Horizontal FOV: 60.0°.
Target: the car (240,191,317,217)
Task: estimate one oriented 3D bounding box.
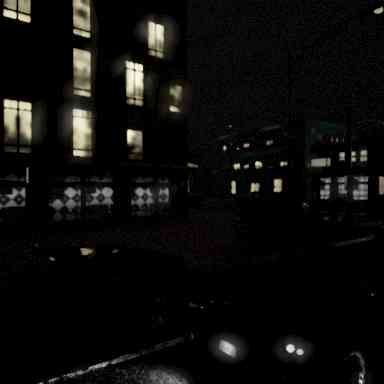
[{"bbox_3d":[6.463,0.868,25.295,2.192,1.841,5.009,0,0,-36],"label":"car"}]

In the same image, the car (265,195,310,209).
[{"bbox_3d":[9.910,1.010,34.734,1.802,1.307,4.206,0,0,-36],"label":"car"}]

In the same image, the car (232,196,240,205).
[{"bbox_3d":[6.616,0.801,39.197,1.967,1.590,4.097,0,0,-36],"label":"car"}]

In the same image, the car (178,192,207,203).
[{"bbox_3d":[0.028,0.774,48.121,2.008,1.369,4.403,0,0,-36],"label":"car"}]

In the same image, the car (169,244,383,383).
[{"bbox_3d":[2.011,1.513,4.823,4.181,1.385,1.994,-1,0,-36],"label":"car"}]

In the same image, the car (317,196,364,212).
[{"bbox_3d":[13.203,1.040,30.273,1.887,1.381,4.507,0,0,-36],"label":"car"}]

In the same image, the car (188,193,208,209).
[{"bbox_3d":[-0.128,1.000,34.221,1.802,1.307,4.206,0,0,-36],"label":"car"}]

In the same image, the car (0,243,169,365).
[{"bbox_3d":[-2.011,1.552,5.124,4.313,1.339,1.947,-1,1,-36],"label":"car"}]
